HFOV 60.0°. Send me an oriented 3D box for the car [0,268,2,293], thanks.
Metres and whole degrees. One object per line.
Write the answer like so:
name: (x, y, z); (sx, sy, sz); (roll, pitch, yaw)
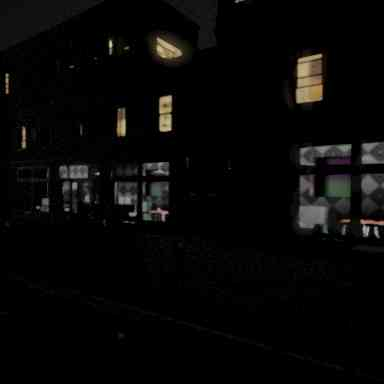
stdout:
car: (-5.847, 1.399, 7.030); (4.097, 1.590, 1.967); (0, 1, 35)
